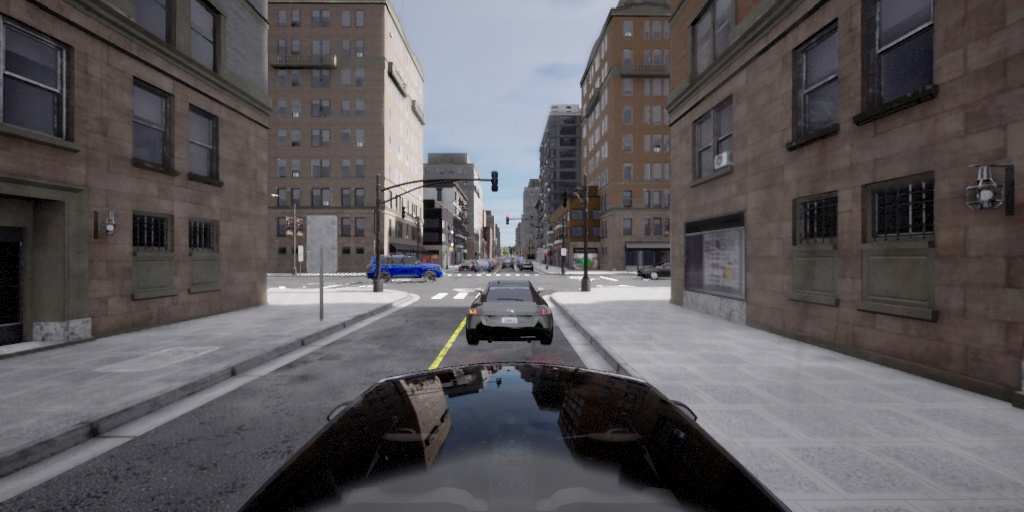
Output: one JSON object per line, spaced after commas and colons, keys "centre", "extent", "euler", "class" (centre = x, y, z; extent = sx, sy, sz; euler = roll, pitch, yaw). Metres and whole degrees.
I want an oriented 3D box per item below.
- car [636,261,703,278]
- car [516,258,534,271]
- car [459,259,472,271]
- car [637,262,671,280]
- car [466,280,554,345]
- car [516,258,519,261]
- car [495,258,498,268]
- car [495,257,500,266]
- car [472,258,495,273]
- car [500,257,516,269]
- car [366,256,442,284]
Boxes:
{"centre": [14.502, 1.239, 33.202], "extent": [5.357, 1.411, 2.033], "euler": [0, 0, -1], "class": "car"}
{"centre": [1.961, 1.350, 48.574], "extent": [1.948, 1.339, 4.313], "euler": [0, 0, 0], "class": "car"}
{"centre": [-6.064, 1.224, 48.519], "extent": [1.967, 1.591, 4.097], "euler": [0, 0, 0], "class": "car"}
{"centre": [12.974, 1.197, 29.931], "extent": [4.892, 1.490, 1.837], "euler": [0, 0, -1], "class": "car"}
{"centre": [-0.059, 1.313, 9.505], "extent": [1.994, 1.385, 4.181], "euler": [0, 0, 0], "class": "car"}
{"centre": [1.885, 1.384, 59.596], "extent": [1.802, 1.307, 4.207], "euler": [0, 0, 0], "class": "car"}
{"centre": [-3.557, 1.341, 54.243], "extent": [2.033, 1.411, 5.357], "euler": [0, 0, 0], "class": "car"}
{"centre": [-3.593, 1.289, 64.195], "extent": [1.882, 1.535, 5.008], "euler": [0, 0, 0], "class": "car"}
{"centre": [-3.518, 1.304, 44.563], "extent": [1.812, 1.442, 4.674], "euler": [0, 0, 1], "class": "car"}
{"centre": [-0.648, 1.326, 58.770], "extent": [1.812, 1.442, 4.674], "euler": [0, 0, 0], "class": "car"}
{"centre": [-8.154, 0.993, 27.343], "extent": [5.566, 2.045, 2.150], "euler": [0, 0, -16], "class": "car"}
